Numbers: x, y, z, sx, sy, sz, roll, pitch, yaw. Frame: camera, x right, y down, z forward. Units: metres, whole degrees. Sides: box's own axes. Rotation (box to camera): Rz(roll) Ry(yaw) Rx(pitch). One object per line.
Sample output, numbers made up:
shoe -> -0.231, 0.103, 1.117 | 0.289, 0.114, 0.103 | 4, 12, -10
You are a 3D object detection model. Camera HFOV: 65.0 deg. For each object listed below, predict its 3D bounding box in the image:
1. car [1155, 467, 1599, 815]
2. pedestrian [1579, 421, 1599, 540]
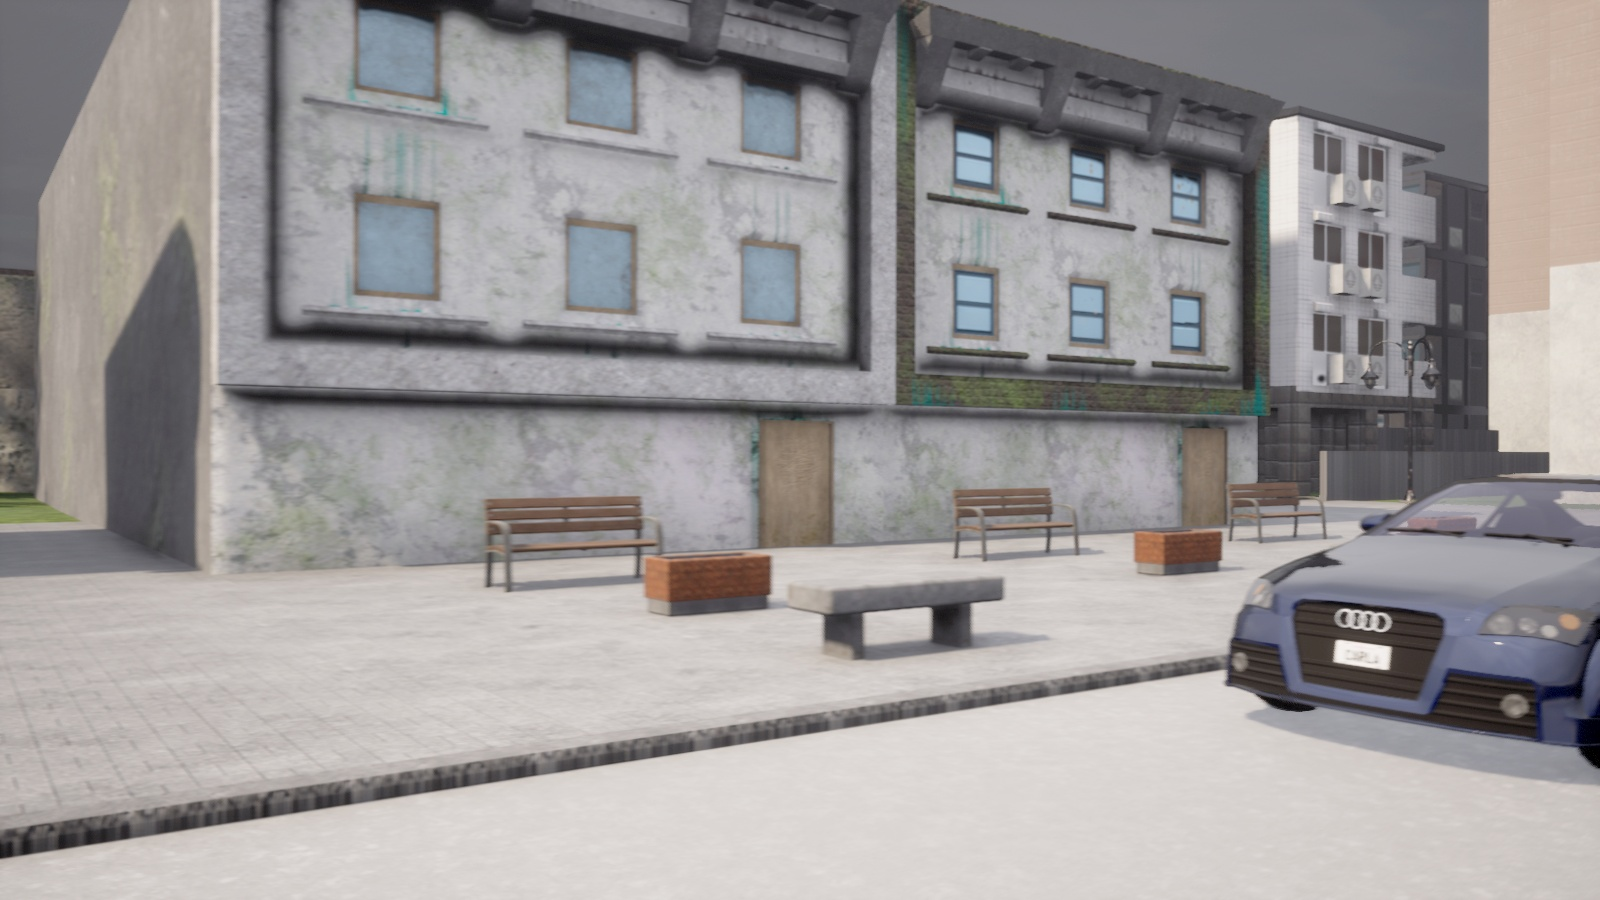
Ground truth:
car -> 4.218, 0.817, 7.203 | 4.181, 1.385, 1.994 | 0, 0, -35
pedestrian -> 12.984, 0.476, 19.805 | 0.900, 1.855, 0.874 | 0, 0, -31
